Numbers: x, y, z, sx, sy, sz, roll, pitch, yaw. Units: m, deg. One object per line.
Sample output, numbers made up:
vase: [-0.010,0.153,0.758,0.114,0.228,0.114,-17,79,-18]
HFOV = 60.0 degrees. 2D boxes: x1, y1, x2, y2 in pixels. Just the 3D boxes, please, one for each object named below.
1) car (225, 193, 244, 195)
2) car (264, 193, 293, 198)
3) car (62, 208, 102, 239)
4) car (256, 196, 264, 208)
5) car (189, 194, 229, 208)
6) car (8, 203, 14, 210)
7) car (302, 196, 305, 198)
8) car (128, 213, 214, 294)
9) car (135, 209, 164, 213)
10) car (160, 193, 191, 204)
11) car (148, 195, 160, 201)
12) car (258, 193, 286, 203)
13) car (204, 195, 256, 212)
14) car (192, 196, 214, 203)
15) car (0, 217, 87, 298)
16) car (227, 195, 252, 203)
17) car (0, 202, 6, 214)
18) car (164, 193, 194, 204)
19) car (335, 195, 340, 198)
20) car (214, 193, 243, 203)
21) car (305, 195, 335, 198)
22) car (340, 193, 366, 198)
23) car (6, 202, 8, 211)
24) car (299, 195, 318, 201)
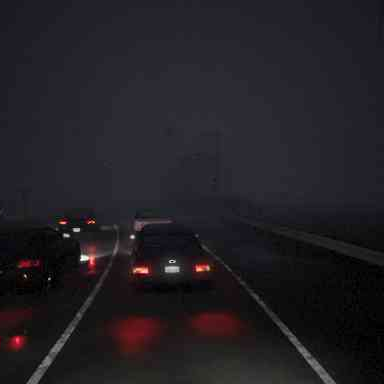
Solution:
car: [7.087,1.221,61.026,5.566,2.045,2.150,0,0,-19]
car: [16.849,1.221,64.503,5.566,2.045,2.150,0,0,-19]
car: [-5.685,1.526,17.104,1.812,1.442,4.674,0,0,-13]
car: [6.264,1.525,41.933,4.674,1.442,1.812,0,0,-20]
car: [2.557,1.506,48.039,4.892,1.490,1.837,0,0,-20]
car: [-23.495,1.481,38.654,5.008,1.535,1.882,0,0,-20]
car: [26.534,1.540,75.770,5.357,1.411,2.033,0,0,-22]
car: [-0.693,1.547,8.936,2.033,1.411,5.357,0,0,-7]
car: [-2.371,1.601,18.437,1.895,1.301,4.718,0,0,-12]
car: [-2.674,1.352,57.525,4.553,1.767,2.097,0,0,-20]
car: [-6.911,1.352,67.119,4.553,1.767,2.097,0,0,-20]
car: [17.275,1.225,72.048,5.566,2.045,2.150,0,0,-20]
car: [4.274,1.477,37.498,5.008,1.535,1.882,0,0,-20]
car: [2.268,1.553,70.362,4.181,1.385,1.994,0,0,-20]
car: [-4.208,1.564,8.494,1.994,1.385,4.181,0,0,-6]
car: [10.478,1.525,73.319,4.902,1.511,2.128,0,0,-20]
car: [-19.287,1.532,29.009,4.674,1.442,1.812,0,0,-20]
car: [-2.580,1.221,64.986,5.566,2.045,2.150,0,0,-20]
car: [35.197,1.525,80.882,4.902,1.511,2.128,0,0,-34]
car: [7.523,1.221,68.544,5.566,2.045,2.150,0,0,-20]
car: [26.155,1.478,67.913,5.008,1.535,1.882,0,0,-22]
car: [35.695,1.225,72.841,5.566,2.045,2.150,0,0,-30]
car: [-21.006,1.496,32.111,4.902,1.511,2.128,0,0,-20]
car: [28.116,1.552,80.555,4.181,1.385,1.994,0,0,-26]
